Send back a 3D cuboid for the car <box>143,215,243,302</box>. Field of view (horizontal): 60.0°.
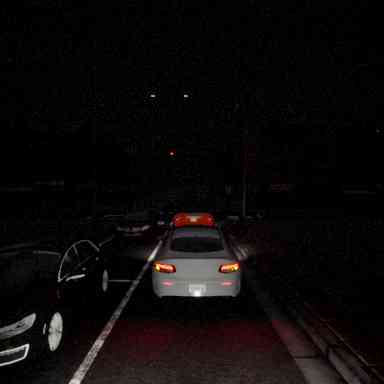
[{"bbox_3d":[0.090,1.523,8.123,1.812,1.442,4.674,0,0,0],"label":"car"}]

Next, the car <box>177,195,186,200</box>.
[{"bbox_3d":[-2.768,1.429,87.822,2.008,1.369,4.403,-1,0,0],"label":"car"}]

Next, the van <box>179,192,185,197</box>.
[{"bbox_3d":[-2.748,1.359,65.658,1.690,1.788,3.998,-1,0,0],"label":"van"}]

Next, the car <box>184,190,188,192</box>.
[{"bbox_3d":[-2.777,1.131,93.371,2.192,1.841,5.009,-1,1,0],"label":"car"}]

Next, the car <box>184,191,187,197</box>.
[{"bbox_3d":[-2.755,1.307,71.201,2.192,1.841,5.009,-1,0,0],"label":"car"}]

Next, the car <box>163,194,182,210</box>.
[{"bbox_3d":[-2.721,1.483,43.502,1.967,1.590,4.097,-2,0,0],"label":"car"}]

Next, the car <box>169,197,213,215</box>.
[{"bbox_3d":[0.076,1.353,18.086,2.097,1.767,4.553,0,0,0],"label":"car"}]

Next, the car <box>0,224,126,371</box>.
[{"bbox_3d":[-2.666,1.548,5.830,2.008,1.369,4.403,-2,0,0],"label":"car"}]

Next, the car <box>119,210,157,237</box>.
[{"bbox_3d":[-2.680,1.582,16.724,1.802,1.307,4.206,-2,0,0],"label":"car"}]
